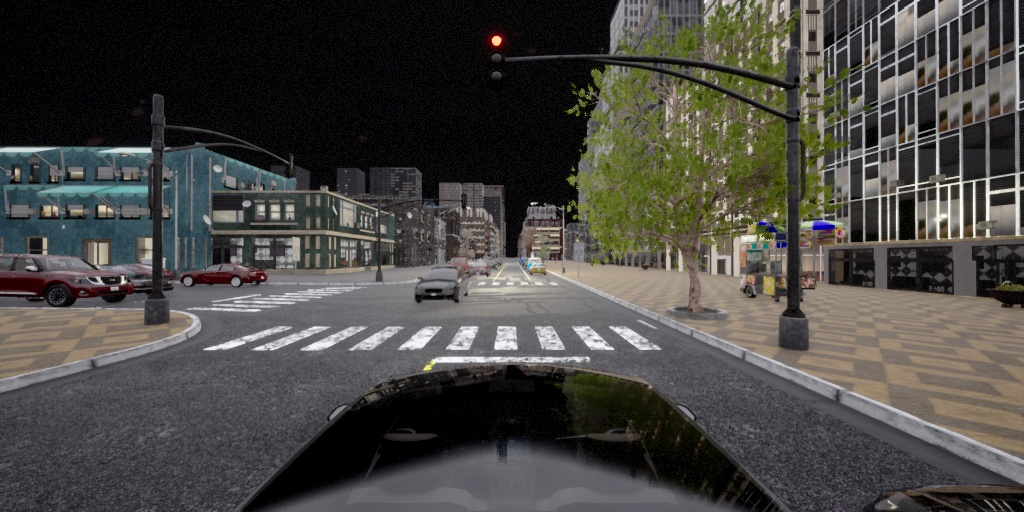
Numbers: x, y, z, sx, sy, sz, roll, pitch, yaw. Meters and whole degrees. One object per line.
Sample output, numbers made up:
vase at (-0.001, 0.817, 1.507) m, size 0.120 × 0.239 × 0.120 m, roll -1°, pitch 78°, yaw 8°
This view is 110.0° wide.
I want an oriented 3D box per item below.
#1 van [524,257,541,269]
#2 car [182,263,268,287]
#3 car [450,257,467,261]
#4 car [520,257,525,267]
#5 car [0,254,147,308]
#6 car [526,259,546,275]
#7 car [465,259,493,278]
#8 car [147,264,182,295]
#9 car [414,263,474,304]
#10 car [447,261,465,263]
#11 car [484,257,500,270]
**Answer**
van at (2.724, 1.094, 43.633) m, size 1.690 × 1.789 × 3.998 m, roll 0°, pitch 0°, yaw 0°
car at (-17.261, 1.121, 21.535) m, size 4.507 × 1.381 × 1.888 m, roll 0°, pitch 0°, yaw -1°
car at (-5.661, 1.067, 38.085) m, size 2.192 × 1.841 × 5.009 m, roll 0°, pitch 0°, yaw 0°
car at (2.732, 1.305, 54.735) m, size 2.007 × 1.370 × 4.403 m, roll 0°, pitch 0°, yaw 0°
car at (-17.149, 0.850, 13.155) m, size 5.009 × 1.841 × 2.192 m, roll 0°, pitch 0°, yaw -1°
car at (2.720, 1.278, 38.251) m, size 1.751 × 1.417 × 4.829 m, roll 0°, pitch 0°, yaw 0°
car at (-3.072, 1.278, 34.508) m, size 1.812 × 1.442 × 4.674 m, roll 0°, pitch 0°, yaw 0°
car at (-18.227, 1.082, 15.733) m, size 5.357 × 1.411 × 2.033 m, roll 1°, pitch 0°, yaw -1°
car at (-3.087, 1.256, 16.523) m, size 1.837 × 1.490 × 4.892 m, roll 0°, pitch 0°, yaw 0°
car at (-5.665, 1.334, 32.534) m, size 1.802 × 1.307 × 4.207 m, roll 0°, pitch 0°, yaw 0°
car at (-3.055, 1.260, 51.045) m, size 1.837 × 1.490 × 4.892 m, roll 0°, pitch 0°, yaw 0°
